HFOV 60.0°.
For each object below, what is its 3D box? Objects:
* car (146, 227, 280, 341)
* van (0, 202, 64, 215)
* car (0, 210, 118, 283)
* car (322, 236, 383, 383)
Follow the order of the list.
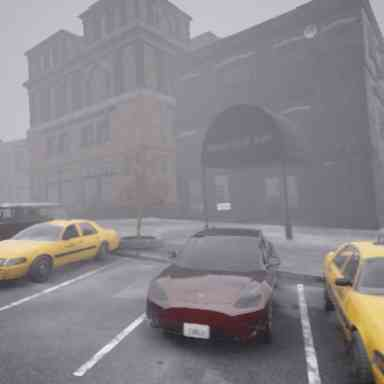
[{"bbox_3d":[0.711,1.542,6.891,2.163,1.488,4.792,0,-1,16],"label":"car"},{"bbox_3d":[-6.606,1.354,12.044,1.878,1.987,4.442,0,-1,16],"label":"van"},{"bbox_3d":[-4.195,1.548,10.228,1.946,1.575,5.366,0,-1,16],"label":"car"},{"bbox_3d":[3.101,1.494,5.003,1.946,1.575,5.366,0,-1,16],"label":"car"}]
